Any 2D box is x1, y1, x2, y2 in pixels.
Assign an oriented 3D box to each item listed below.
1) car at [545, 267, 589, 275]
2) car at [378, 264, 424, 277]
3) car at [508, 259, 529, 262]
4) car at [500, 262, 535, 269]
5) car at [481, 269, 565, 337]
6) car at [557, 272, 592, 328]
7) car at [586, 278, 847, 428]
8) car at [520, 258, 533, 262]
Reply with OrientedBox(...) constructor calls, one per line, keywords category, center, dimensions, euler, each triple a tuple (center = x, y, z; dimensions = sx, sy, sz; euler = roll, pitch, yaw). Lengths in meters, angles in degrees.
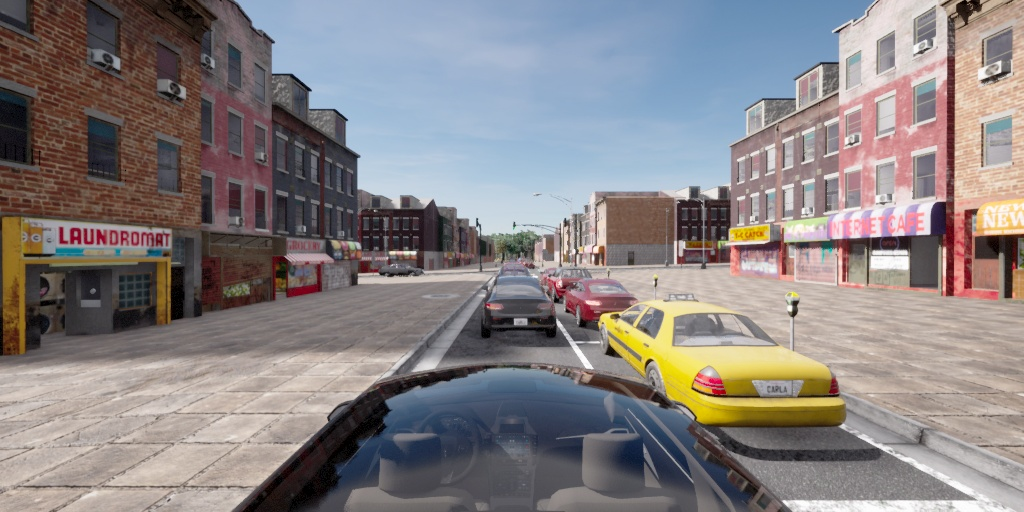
OrientedBox(category="car", center=(2.659, 1.195, 16.630), dimensions=(1.967, 1.591, 4.097), euler=(0, 0, 0))
OrientedBox(category="car", center=(-12.210, 1.624, 39.632), dimensions=(4.902, 1.511, 2.128), euler=(-2, 0, 0))
OrientedBox(category="car", center=(0.082, 1.252, 29.045), dimensions=(1.882, 1.535, 5.008), euler=(0, 0, 0))
OrientedBox(category="car", center=(0.112, 1.248, 17.520), dimensions=(2.128, 1.511, 4.902), euler=(0, 0, 0))
OrientedBox(category="car", center=(0.117, 1.277, 10.159), dimensions=(1.812, 1.442, 4.674), euler=(0, 0, -2))
OrientedBox(category="car", center=(2.651, 1.334, 11.164), dimensions=(1.802, 1.307, 4.207), euler=(0, 0, 0))
OrientedBox(category="car", center=(2.643, 1.275, 5.867), dimensions=(1.751, 1.417, 4.829), euler=(0, 0, 0))
OrientedBox(category="car", center=(2.725, 1.316, 59.437), dimensions=(1.967, 1.591, 4.097), euler=(0, 0, 0))
